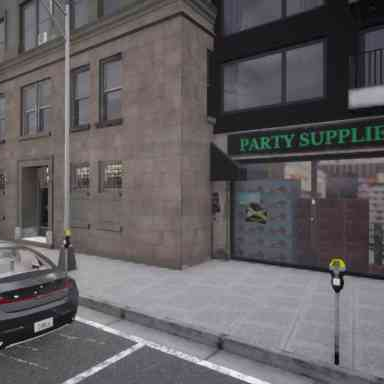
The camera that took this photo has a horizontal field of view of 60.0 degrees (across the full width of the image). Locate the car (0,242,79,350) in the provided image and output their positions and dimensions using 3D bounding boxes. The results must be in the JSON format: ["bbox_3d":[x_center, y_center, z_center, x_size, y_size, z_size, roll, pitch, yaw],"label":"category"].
[{"bbox_3d":[-3.778,1.550,5.739,4.403,1.369,2.008,0,0,35],"label":"car"}]
